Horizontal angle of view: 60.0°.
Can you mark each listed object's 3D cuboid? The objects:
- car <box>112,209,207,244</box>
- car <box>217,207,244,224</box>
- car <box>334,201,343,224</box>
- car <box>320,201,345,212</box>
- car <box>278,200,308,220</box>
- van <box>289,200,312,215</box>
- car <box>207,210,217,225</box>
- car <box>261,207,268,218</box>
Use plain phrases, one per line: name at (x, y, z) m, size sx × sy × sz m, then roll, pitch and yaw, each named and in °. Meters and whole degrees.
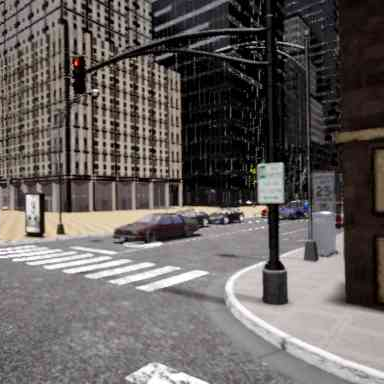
car at (-1.713, 1.840, 17.918) m, size 2.033 × 1.411 × 5.357 m, roll -1°, pitch -1°, yaw 37°
car at (2.938, 2.007, 28.722) m, size 2.008 × 1.369 × 4.403 m, roll -2°, pitch -2°, yaw 37°
car at (11.198, 1.761, 25.355) m, size 1.967 × 1.590 × 4.097 m, roll -2°, pitch -2°, yaw 37°
car at (19.719, 1.978, 46.501) m, size 2.128 × 1.511 × 4.902 m, roll -1°, pitch -1°, yaw 37°
car at (9.781, 1.837, 33.327) m, size 2.097 × 1.767 × 4.553 m, roll -1°, pitch -1°, yaw 37°
van at (14.307, 1.984, 43.811) m, size 1.690 × 1.788 × 3.998 m, roll -2°, pitch -2°, yaw 37°
car at (-0.391, 1.952, 24.257) m, size 2.008 × 1.369 × 4.403 m, roll -2°, pitch -2°, yaw 37°
car at (9.209, 2.104, 37.056) m, size 1.887 × 1.381 × 4.507 m, roll -2°, pitch -2°, yaw 37°
